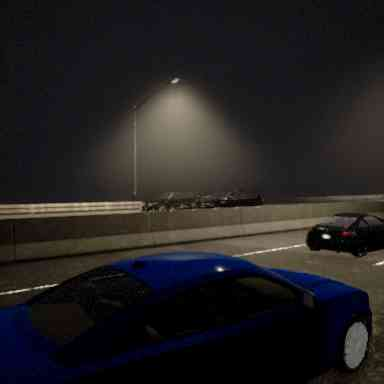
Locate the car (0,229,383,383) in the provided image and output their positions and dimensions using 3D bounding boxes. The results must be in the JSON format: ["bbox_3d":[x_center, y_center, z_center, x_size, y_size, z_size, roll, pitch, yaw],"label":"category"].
[{"bbox_3d":[0.143,1.462,3.850,5.008,1.535,1.882,0,0,-36],"label":"car"}]

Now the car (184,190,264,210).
[{"bbox_3d":[2.546,0.833,22.888,5.566,2.045,2.150,-1,0,-36],"label":"car"}]

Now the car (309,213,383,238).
[{"bbox_3d":[6.186,1.476,12.464,4.181,1.385,1.994,-1,0,-36],"label":"car"}]

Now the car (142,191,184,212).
[{"bbox_3d":[-1.520,0.922,28.587,5.566,2.045,2.150,-1,0,-36],"label":"car"}]

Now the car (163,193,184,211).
[{"bbox_3d":[0.538,1.044,25.755,4.892,1.490,1.837,-1,0,-36],"label":"car"}]
